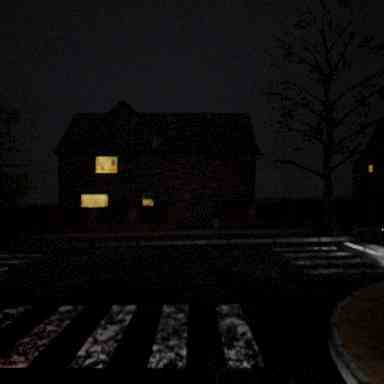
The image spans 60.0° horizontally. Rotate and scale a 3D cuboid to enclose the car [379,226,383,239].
[{"bbox_3d":[10.269,1.372,12.838,5.357,1.411,2.033,-1,0,-2],"label":"car"}]
